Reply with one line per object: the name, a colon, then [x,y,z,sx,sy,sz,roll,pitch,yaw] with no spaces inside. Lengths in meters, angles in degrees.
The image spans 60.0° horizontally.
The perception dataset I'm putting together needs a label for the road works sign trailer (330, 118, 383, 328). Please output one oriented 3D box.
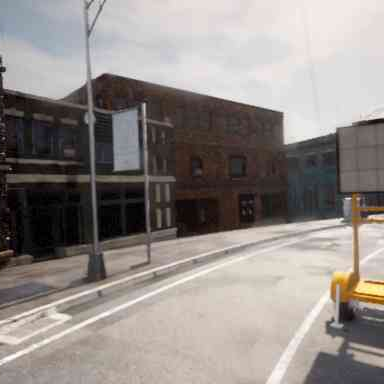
road works sign trailer: [3.983,0.407,6.022,2.380,3.560,2.880,-2,-1,37]
